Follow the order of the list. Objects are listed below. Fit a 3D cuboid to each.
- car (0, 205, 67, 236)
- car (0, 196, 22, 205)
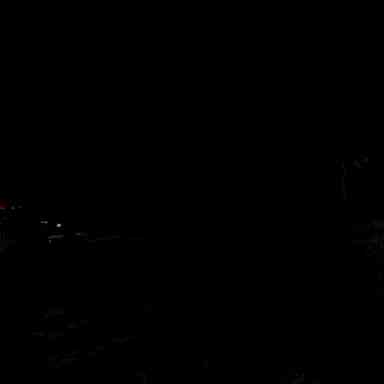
[{"bbox_3d":[-8.955,1.647,19.195,4.181,1.385,1.994,0,0,31],"label":"car"},{"bbox_3d":[-16.038,1.344,26.927,5.566,2.045,2.150,0,0,31],"label":"car"}]
